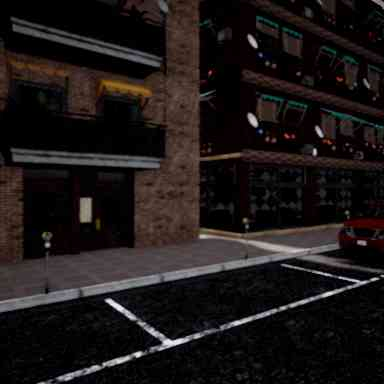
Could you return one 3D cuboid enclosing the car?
[{"bbox_3d":[7.324,1.248,11.789,5.009,1.841,2.192,0,0,-36],"label":"car"}]
